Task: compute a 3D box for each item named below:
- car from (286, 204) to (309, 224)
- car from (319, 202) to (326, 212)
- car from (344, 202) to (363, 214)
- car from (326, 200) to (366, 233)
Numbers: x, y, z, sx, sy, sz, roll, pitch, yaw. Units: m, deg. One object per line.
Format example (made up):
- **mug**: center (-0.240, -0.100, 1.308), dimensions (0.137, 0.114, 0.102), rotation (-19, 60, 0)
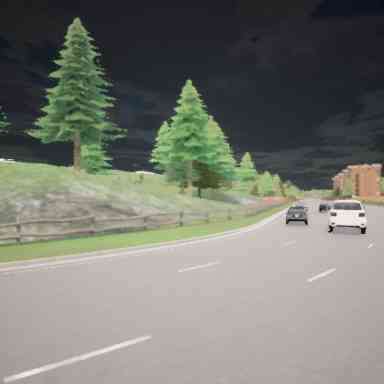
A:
- **car**: center (9.382, 2.066, 29.613), dimensions (2.033, 1.411, 5.357), rotation (-1, -1, 18)
- **car**: center (20.682, 2.320, 51.337), dimensions (1.882, 1.535, 5.008), rotation (-1, -1, 20)
- **car**: center (23.099, 2.216, 47.683), dimensions (1.882, 1.535, 5.008), rotation (-1, -1, 20)
- **car**: center (10.456, 1.583, 22.663), dimensions (2.150, 2.045, 5.566), rotation (0, -1, 22)
